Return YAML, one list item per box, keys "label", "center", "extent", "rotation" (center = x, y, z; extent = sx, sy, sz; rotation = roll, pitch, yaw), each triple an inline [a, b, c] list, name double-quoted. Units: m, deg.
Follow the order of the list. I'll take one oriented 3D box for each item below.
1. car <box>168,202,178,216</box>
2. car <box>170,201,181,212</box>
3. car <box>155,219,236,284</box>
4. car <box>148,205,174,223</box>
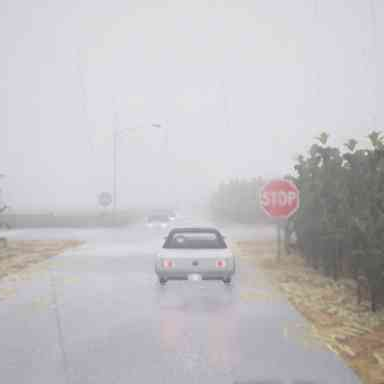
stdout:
- label: "car"
  center: [-3.216, 2.494, 43.862]
  extent: [1.882, 1.535, 5.008]
  rotation: [0, -2, 0]
- label: "car"
  center: [-3.132, 2.611, 59.927]
  extent: [2.150, 2.045, 5.566]
  rotation: [0, -1, 0]
- label: "car"
  center: [0.078, 1.709, 9.867]
  extent: [1.895, 1.301, 4.718]
  rotation: [0, -1, 0]
- label: "car"
  center: [-3.213, 2.289, 33.518]
  extent: [2.033, 1.411, 5.357]
  rotation: [0, -2, 0]
